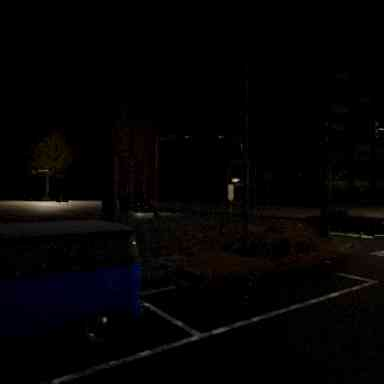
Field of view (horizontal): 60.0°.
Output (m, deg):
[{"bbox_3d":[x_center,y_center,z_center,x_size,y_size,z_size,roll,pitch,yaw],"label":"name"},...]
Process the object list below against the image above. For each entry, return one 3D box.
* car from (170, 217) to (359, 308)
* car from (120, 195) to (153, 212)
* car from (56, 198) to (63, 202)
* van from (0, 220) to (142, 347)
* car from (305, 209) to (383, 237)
[{"bbox_3d":[1.794,1.541,7.931,4.829,1.417,1.752,0,0,-36],"label":"car"},{"bbox_3d":[-6.881,1.381,40.796,2.150,2.045,5.566,0,0,-36],"label":"car"},{"bbox_3d":[-26.790,1.587,68.452,2.128,1.511,4.902,0,0,-36],"label":"car"},{"bbox_3d":[-2.689,1.343,4.733,3.998,1.788,1.690,0,0,-36],"label":"van"},{"bbox_3d":[8.919,1.674,18.843,1.895,1.301,4.718,0,0,-36],"label":"car"}]
